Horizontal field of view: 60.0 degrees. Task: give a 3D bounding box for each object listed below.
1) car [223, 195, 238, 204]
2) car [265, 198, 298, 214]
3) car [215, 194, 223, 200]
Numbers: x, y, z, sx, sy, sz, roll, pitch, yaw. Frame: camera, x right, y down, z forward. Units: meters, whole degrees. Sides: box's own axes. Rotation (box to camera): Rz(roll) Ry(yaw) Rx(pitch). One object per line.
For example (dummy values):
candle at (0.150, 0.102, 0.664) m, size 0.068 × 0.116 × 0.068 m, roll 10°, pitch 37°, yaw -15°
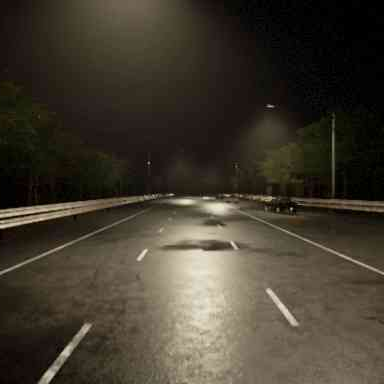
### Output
car at (6.797, 1.342, 57.077) m, size 1.895 × 1.301 × 4.718 m, roll 0°, pitch 0°, yaw 2°
car at (9.114, 1.363, 34.338) m, size 1.837 × 1.490 × 4.892 m, roll 0°, pitch 0°, yaw -10°
car at (7.011, 1.175, 84.466) m, size 2.128 × 1.511 × 4.902 m, roll 0°, pitch 0°, yaw 0°
